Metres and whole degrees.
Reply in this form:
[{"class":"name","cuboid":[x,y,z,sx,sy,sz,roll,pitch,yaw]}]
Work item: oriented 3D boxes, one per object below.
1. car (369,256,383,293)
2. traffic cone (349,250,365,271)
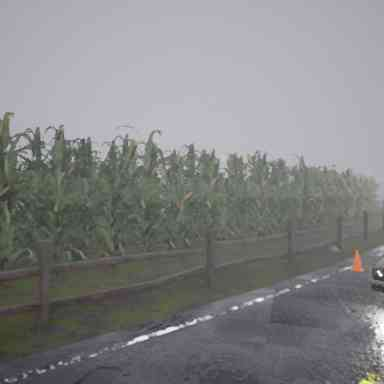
[{"class":"car","cuboid":[6.203,1.614,8.201,5.357,1.411,2.033,0,0,-44]},{"class":"traffic cone","cuboid":[4.922,2.024,9.921,0.340,0.580,0.340,1,0,-44]}]
